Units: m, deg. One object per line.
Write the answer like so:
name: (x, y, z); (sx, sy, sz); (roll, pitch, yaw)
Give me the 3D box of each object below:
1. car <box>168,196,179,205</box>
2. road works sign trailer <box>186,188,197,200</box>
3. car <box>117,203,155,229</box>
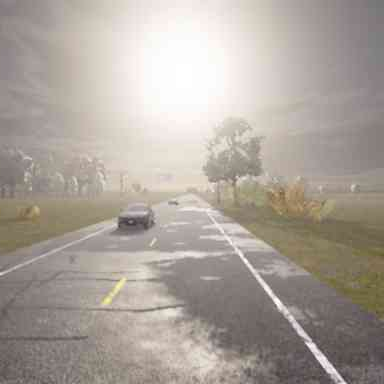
car: (-3.534, 1.579, 62.433); (1.837, 1.490, 4.892); (0, 0, 1)
road works sign trailer: (-0.004, 0.586, 84.672); (2.380, 3.560, 2.880); (0, 0, 0)
car: (-3.601, 1.496, 22.082); (1.882, 1.535, 5.008); (0, 0, 0)
